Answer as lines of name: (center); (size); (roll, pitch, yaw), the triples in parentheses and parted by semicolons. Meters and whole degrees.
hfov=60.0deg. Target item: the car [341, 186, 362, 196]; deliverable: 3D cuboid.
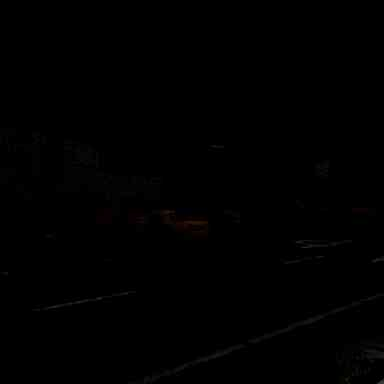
car: (25.613, 0.131, 52.565); (2.002, 1.452, 4.674); (7, 3, 35)

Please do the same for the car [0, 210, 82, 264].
car: (-6.468, 1.523, 11.935); (4.792, 1.488, 2.163); (-1, -1, 34)

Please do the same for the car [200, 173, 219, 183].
car: (4.920, -3.181, 82.246); (1.946, 1.575, 5.366); (7, 3, 34)

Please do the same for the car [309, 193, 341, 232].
car: (5.829, 1.264, 20.619); (5.566, 2.045, 2.435); (-1, -1, 35)

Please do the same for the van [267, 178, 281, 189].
van: (16.932, -1.496, 64.771); (1.878, 1.987, 4.442); (7, 4, 35)

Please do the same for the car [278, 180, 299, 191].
car: (18.695, -0.997, 62.412); (2.231, 1.521, 4.892); (7, 3, 35)

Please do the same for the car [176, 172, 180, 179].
car: (-2.243, -4.367, 91.777); (2.435, 2.045, 5.566); (1, -1, 34)

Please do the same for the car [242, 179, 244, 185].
car: (11.784, -2.048, 72.285); (2.002, 1.452, 4.674); (7, 3, 35)

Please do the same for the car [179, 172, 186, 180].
car: (-0.468, -4.090, 89.432); (2.185, 1.767, 4.553); (4, 1, 33)

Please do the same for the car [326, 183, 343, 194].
car: (23.918, -0.431, 55.035); (2.435, 2.045, 5.566); (7, 3, 35)

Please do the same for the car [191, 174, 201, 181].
car: (3.065, -3.704, 84.502); (2.435, 2.045, 5.566); (7, 3, 34)

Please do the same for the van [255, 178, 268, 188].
van: (15.198, -1.769, 67.239); (1.878, 1.987, 4.442); (7, 4, 35)

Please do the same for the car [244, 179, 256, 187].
car: (13.619, -1.817, 69.968); (1.946, 1.575, 5.366); (7, 3, 35)

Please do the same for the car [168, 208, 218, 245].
car: (-1.709, 1.501, 15.516); (5.366, 1.575, 1.946); (-1, -1, 34)

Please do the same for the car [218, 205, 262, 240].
car: (0.894, 1.546, 17.148); (4.674, 1.452, 2.002); (-1, -1, 35)

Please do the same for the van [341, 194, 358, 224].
van: (8.365, 1.294, 22.293); (4.442, 1.987, 1.878); (-1, -1, 35)

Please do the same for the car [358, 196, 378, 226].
car: (10.771, 1.400, 24.047); (4.553, 1.767, 2.185); (-1, -1, 35)

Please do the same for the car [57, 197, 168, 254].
car: (-4.026, 1.246, 13.685); (5.566, 2.045, 2.435); (-1, -1, 34)

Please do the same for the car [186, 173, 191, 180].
car: (1.266, -3.855, 86.965); (2.185, 1.767, 4.553); (6, 3, 34)

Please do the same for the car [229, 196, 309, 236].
car: (3.319, 1.260, 18.910); (5.566, 2.045, 2.435); (-1, -1, 35)

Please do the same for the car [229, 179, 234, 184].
car: (10.038, -2.322, 74.744); (2.002, 1.452, 4.674); (7, 3, 35)
